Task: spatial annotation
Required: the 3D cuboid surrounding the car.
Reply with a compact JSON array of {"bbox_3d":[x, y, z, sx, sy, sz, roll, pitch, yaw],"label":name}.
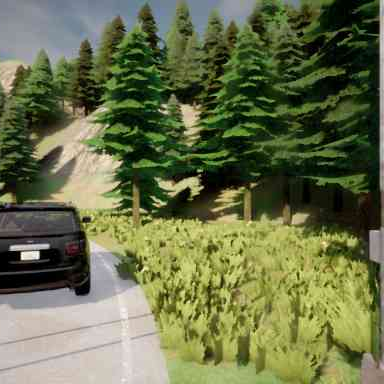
[{"bbox_3d":[-3.807,1.245,8.497,2.150,2.045,5.566,0,0,-20],"label":"car"}]
